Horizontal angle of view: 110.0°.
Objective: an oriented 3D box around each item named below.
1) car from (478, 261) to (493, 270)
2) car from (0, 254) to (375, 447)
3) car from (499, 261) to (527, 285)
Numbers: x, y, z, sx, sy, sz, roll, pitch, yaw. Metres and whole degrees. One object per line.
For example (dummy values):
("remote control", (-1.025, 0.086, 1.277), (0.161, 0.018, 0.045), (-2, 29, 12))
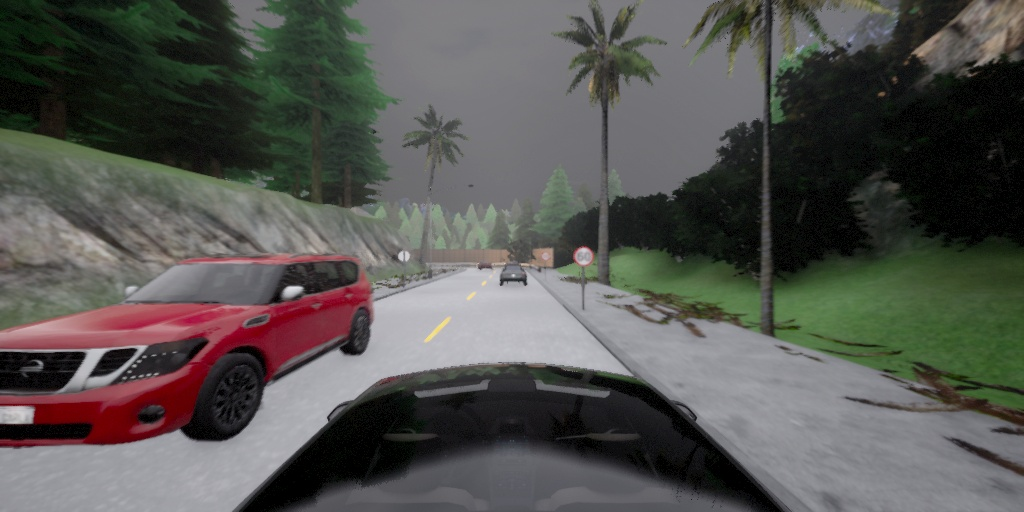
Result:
("car", (-3.638, 1.337, 50.094), (1.895, 1.301, 4.718), (0, 0, -3))
("car", (-4.098, 0.972, 5.725), (2.150, 2.045, 5.566), (0, 0, 0))
("car", (0.097, 1.306, 26.422), (1.994, 1.385, 4.181), (0, 0, 0))
